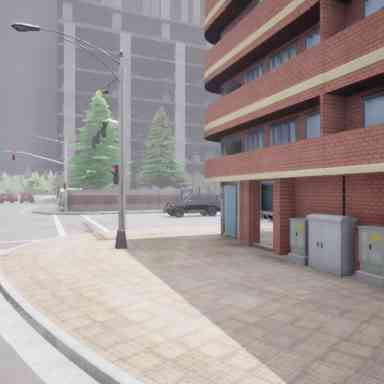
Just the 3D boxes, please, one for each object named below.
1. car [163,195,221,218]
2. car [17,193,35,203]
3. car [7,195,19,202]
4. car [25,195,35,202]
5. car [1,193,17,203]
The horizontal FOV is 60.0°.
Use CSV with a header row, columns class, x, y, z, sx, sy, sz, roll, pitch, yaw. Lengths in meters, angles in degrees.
class,x,y,z,sx,sy,sz,roll,pitch,yaw
car,0.122,1.277,31.354,5.566,2.045,2.150,0,0,-22
car,-34.564,1.225,69.562,2.150,2.045,5.566,0,0,-23
car,-42.064,1.540,78.341,2.033,1.411,5.357,0,0,-23
car,-38.677,1.524,79.316,1.812,1.442,4.674,0,0,-23
car,-37.932,1.225,68.542,2.150,2.045,5.566,0,0,-23
